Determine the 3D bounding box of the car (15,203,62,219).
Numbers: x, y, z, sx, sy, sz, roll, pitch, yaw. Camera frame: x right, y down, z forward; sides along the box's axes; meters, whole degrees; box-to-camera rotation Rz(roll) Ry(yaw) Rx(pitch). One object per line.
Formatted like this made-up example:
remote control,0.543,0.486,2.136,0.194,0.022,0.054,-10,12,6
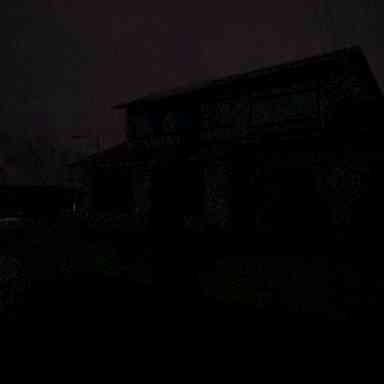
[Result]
car,-14.949,1.802,32.575,1.994,1.385,4.181,-1,0,35
